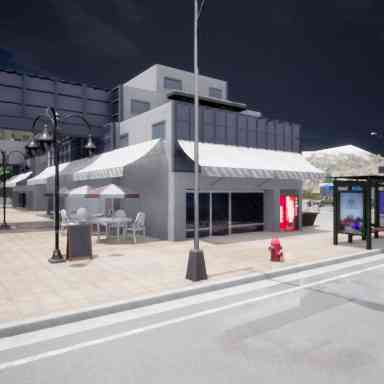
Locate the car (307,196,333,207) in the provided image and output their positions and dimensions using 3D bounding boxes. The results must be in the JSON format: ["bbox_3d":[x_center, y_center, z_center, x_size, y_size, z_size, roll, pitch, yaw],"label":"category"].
[{"bbox_3d":[19.116,1.345,48.778,5.027,1.636,2.152,0,0,-36],"label":"car"}]

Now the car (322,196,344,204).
[{"bbox_3d":[28.397,1.490,66.892,4.514,1.523,2.007,0,0,-36],"label":"car"}]
